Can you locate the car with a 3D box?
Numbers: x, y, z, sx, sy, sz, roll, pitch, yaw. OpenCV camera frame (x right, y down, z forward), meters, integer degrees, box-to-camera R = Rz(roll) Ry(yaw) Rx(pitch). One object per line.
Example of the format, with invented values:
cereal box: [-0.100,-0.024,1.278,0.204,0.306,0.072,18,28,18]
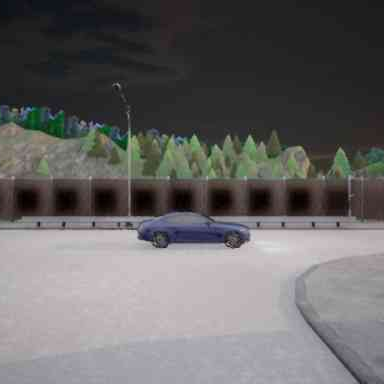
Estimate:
car: [0.053,1.534,13.875,4.674,1.442,1.812,0,0,0]
